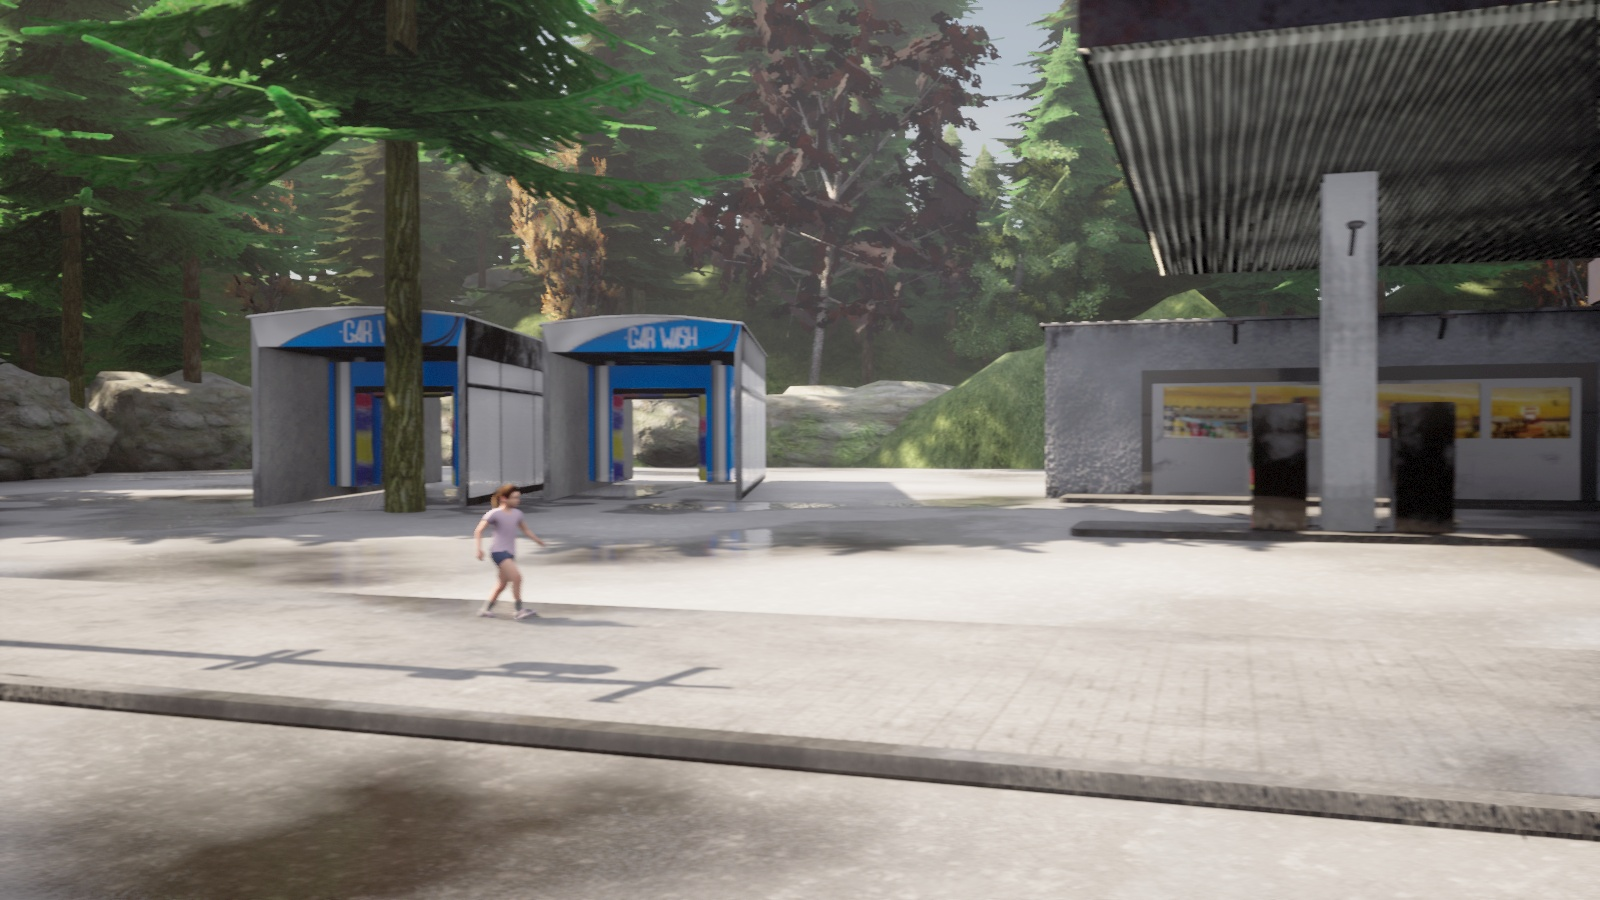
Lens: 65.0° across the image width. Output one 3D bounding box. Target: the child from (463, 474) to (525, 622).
[{"bbox_3d":[-2.380,0.750,9.763,0.394,1.110,0.255,1,1,22],"label":"child"}]
